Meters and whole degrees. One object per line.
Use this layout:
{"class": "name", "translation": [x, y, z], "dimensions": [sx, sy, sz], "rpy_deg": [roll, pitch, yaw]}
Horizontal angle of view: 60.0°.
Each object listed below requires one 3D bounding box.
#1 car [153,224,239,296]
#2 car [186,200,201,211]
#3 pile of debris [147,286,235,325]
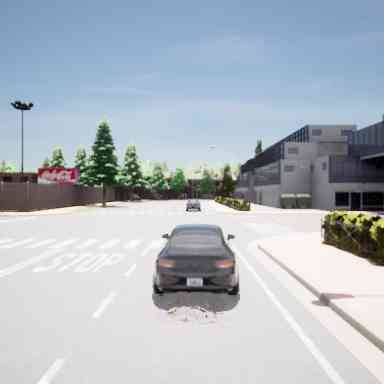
{"class": "car", "translation": [0.149, 1.546, 8.604], "dimensions": [1.812, 1.442, 4.674], "rpy_deg": [0, 0, 2]}
{"class": "car", "translation": [0.178, 1.654, 42.062], "dimensions": [2.033, 1.411, 5.357], "rpy_deg": [0, 0, 0]}
{"class": "pile of debris", "translation": [-0.010, 2.192, 6.598], "dimensions": [1.500, 0.140, 1.860], "rpy_deg": [0, 0, 0]}
